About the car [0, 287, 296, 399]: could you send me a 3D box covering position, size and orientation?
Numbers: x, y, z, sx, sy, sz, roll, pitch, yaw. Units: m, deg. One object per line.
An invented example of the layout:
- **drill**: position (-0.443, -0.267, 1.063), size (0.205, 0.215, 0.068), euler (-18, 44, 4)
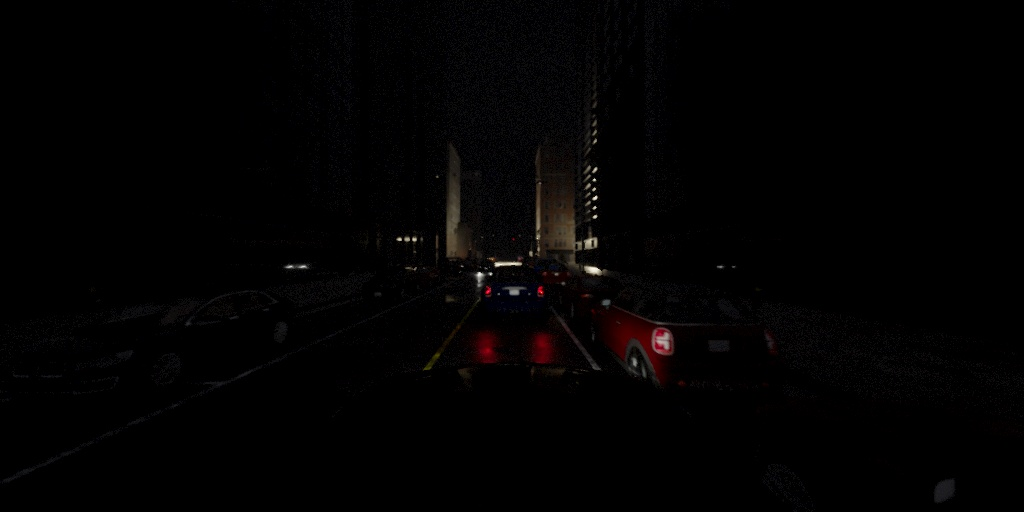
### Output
- **car**: position (-5.856, 1.292, 6.581), size (2.007, 1.370, 4.403), euler (0, 0, 0)

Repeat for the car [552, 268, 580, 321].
- **car**: position (2.671, 1.276, 12.197), size (1.888, 1.381, 4.507), euler (0, 0, 0)

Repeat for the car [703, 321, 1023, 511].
- **car**: position (2.669, 1.296, 0.948), size (1.888, 1.381, 4.507), euler (0, 0, 0)

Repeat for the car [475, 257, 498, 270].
- **car**: position (-3.081, 1.186, 43.707), size (1.837, 1.490, 4.892), euler (0, 0, 0)

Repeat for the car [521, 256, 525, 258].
- **car**: position (2.680, 1.111, 51.566), size (1.967, 1.591, 4.097), euler (0, 0, 0)

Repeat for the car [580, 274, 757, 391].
- **car**: position (2.670, 1.181, 6.573), size (1.967, 1.591, 4.097), euler (0, 0, 0)

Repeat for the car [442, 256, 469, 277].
- **car**: position (-5.850, 1.009, 34.703), size (2.192, 1.841, 5.009), euler (0, 0, 0)

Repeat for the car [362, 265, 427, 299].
- **car**: position (-5.854, 1.287, 17.830), size (1.948, 1.339, 4.313), euler (0, 0, 0)

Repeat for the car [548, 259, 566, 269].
- **car**: position (2.674, 1.152, 23.445), size (1.967, 1.591, 4.097), euler (0, 0, 0)

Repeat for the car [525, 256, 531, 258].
- **car**: position (2.676, 1.010, 34.694), size (2.192, 1.841, 5.009), euler (0, 0, 0)

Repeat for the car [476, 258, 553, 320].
- **car**: position (0.082, 1.084, 12.725), size (2.097, 1.767, 4.553), euler (0, 0, 0)

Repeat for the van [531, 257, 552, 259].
- **van**: position (2.675, 1.044, 29.070), size (1.690, 1.789, 3.998), euler (0, 0, 0)

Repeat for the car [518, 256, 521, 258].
- **car**: position (2.682, 0.972, 62.815), size (2.192, 1.841, 5.009), euler (0, 0, 0)

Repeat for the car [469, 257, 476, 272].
- **car**: position (-5.848, 1.224, 45.952), size (1.888, 1.381, 4.507), euler (0, 0, 0)

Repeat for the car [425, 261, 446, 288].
- **car**: position (-5.852, 1.257, 23.455), size (1.888, 1.381, 4.507), euler (0, 0, 0)
